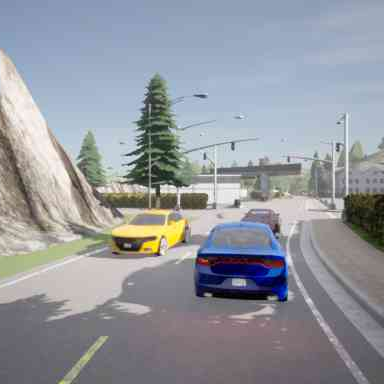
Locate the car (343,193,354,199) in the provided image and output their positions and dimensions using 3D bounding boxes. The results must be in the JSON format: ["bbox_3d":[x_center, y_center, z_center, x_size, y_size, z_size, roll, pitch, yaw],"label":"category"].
[{"bbox_3d":[38.469,1.361,80.034,3.806,1.475,1.970,0,0,19],"label":"car"}]

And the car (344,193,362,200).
[{"bbox_3d":[40.119,1.077,82.984,3.866,1.878,1.905,0,0,19],"label":"car"}]

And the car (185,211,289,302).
[{"bbox_3d":[1.281,1.478,8.440,1.882,1.535,5.008,0,0,10],"label":"car"}]

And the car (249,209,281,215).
[{"bbox_3d":[3.677,1.564,17.631,1.994,1.385,4.181,0,0,17],"label":"car"}]

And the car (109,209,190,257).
[{"bbox_3d":[-1.475,1.477,13.271,1.882,1.535,5.008,0,0,15],"label":"car"}]
